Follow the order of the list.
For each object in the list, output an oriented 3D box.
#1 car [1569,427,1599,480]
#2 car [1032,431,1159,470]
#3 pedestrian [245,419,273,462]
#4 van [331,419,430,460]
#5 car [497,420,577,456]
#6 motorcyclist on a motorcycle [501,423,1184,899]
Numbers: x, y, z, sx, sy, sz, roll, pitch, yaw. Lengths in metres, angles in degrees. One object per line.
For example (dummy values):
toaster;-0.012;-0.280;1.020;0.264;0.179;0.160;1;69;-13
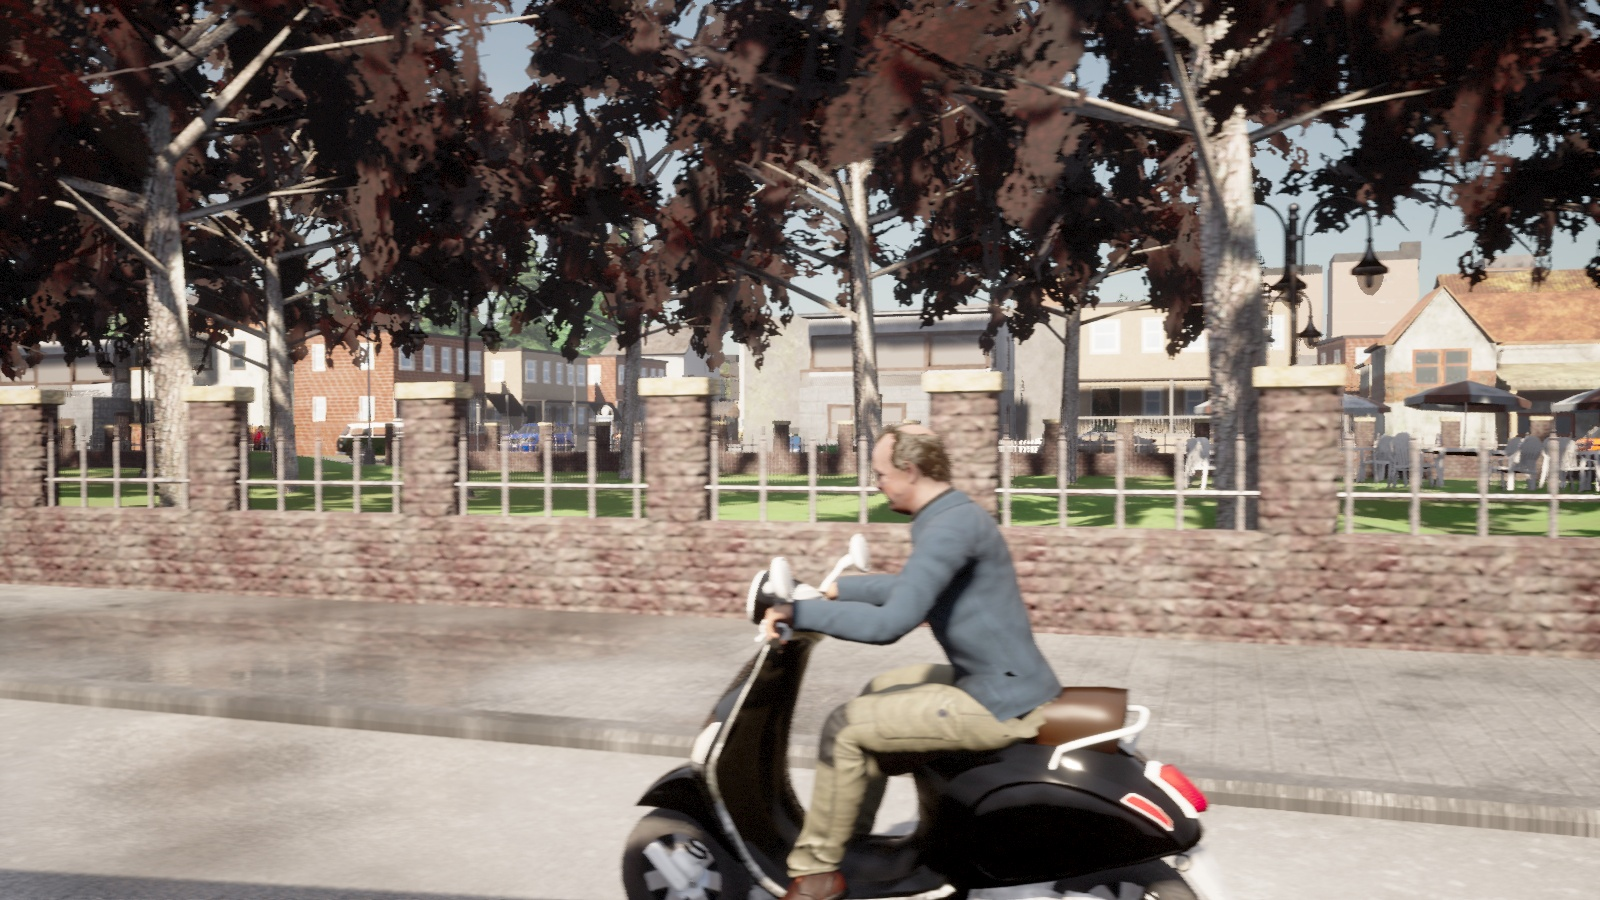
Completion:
car;28.507;0.122;41.852;4.553;1.767;2.097;1;1;19
car;12.141;0.002;51.610;4.902;1.511;2.128;1;1;19
pedestrian;-23.176;-0.413;53.818;0.899;1.844;0.634;1;1;19
van;-21.478;-0.562;64.296;4.480;2.038;2.069;-1;3;-29
car;-15.599;-0.711;74.790;2.150;2.045;5.566;1;1;19
motorcyclist on a motorcycle;0.153;0.722;3.668;1.817;1.590;0.866;1;1;19
